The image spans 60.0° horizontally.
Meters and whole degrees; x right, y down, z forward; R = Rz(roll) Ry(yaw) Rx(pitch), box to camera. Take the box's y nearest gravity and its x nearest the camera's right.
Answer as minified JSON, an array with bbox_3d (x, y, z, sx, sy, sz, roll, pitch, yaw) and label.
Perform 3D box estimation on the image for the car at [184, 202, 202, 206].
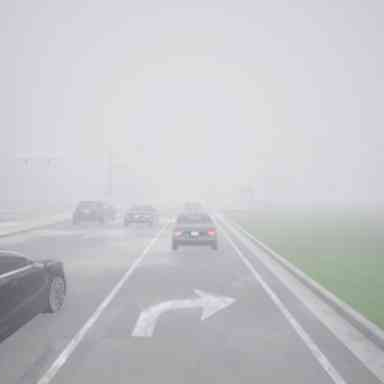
[{"bbox_3d":[0.083,1.545,28.669,2.033,1.411,5.357,0,0,0],"label":"car"}]

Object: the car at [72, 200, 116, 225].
[{"bbox_3d":[-6.900,1.350,23.973,2.097,1.767,4.553,0,0,0],"label":"car"}]

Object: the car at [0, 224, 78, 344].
[{"bbox_3d":[-3.401,1.491,4.692,2.128,1.511,4.902,0,0,0],"label":"car"}]

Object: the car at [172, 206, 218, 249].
[{"bbox_3d":[0.100,1.546,14.465,2.033,1.411,5.357,0,0,0],"label":"car"}]

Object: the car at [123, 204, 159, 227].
[{"bbox_3d":[-3.402,1.545,22.899,2.033,1.411,5.357,0,0,0],"label":"car"}]
